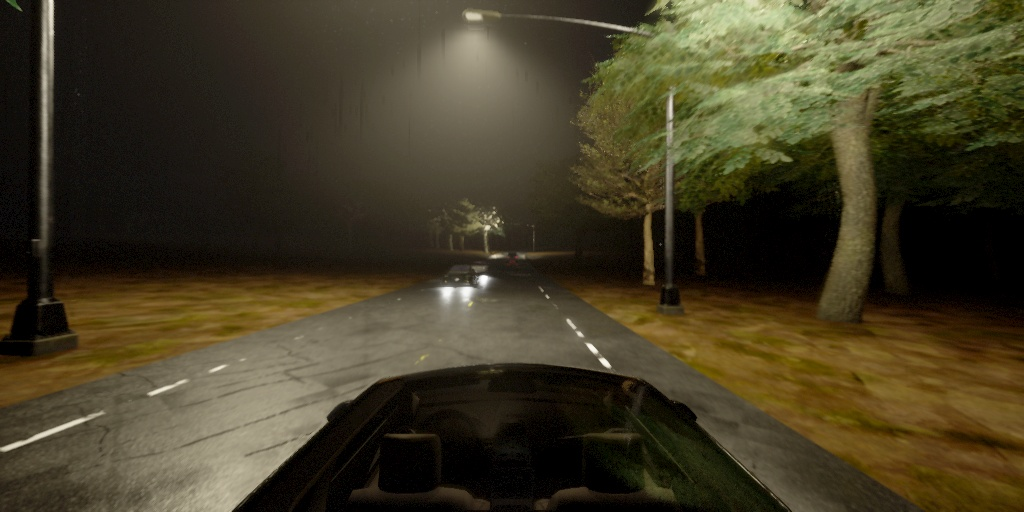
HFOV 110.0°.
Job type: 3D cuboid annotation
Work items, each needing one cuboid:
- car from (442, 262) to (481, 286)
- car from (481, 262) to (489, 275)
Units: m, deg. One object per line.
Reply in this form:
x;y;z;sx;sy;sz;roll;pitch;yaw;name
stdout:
-3.500;1.305;24.841;1.994;1.385;4.181;0;0;1;car
-3.484;1.251;37.811;1.895;1.301;4.718;0;0;0;car
